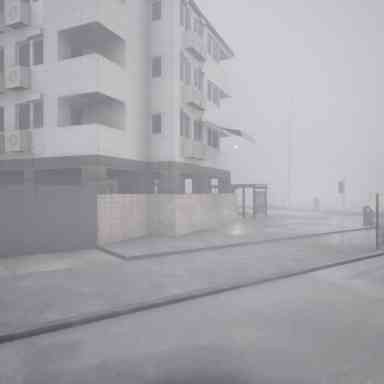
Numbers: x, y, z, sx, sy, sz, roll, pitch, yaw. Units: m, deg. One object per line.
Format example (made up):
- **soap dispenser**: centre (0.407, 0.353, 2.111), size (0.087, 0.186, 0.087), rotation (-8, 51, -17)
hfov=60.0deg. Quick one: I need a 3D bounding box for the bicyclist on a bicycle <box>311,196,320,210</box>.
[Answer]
- **bicyclist on a bicycle**: centre (14.709, 1.349, 39.571), size (1.656, 1.620, 0.582), rotation (0, 0, -35)
